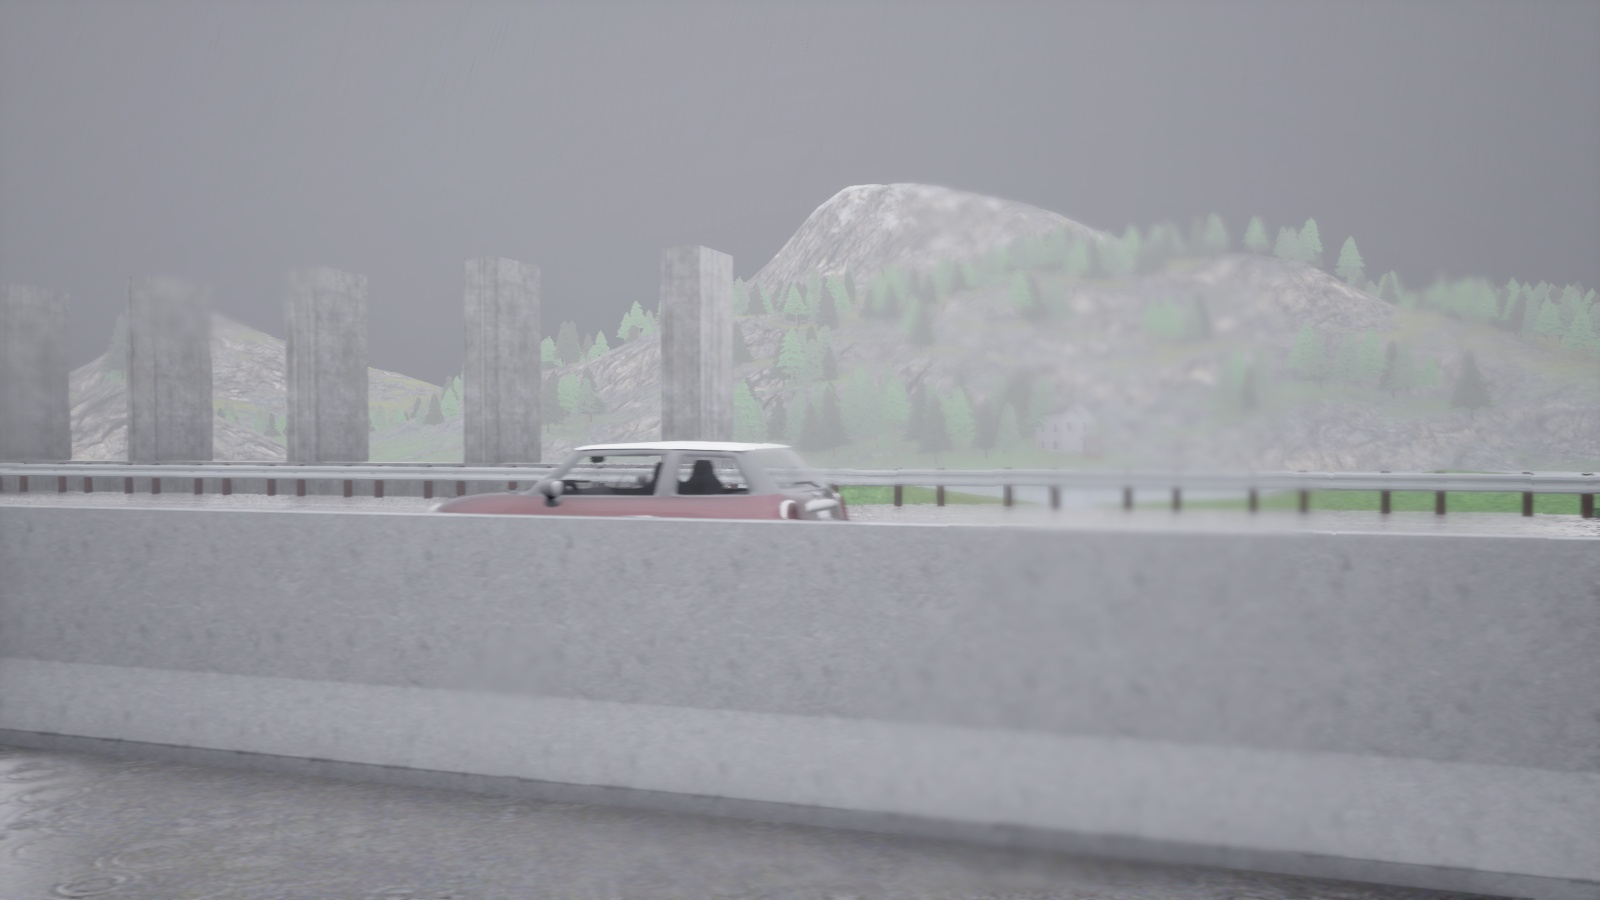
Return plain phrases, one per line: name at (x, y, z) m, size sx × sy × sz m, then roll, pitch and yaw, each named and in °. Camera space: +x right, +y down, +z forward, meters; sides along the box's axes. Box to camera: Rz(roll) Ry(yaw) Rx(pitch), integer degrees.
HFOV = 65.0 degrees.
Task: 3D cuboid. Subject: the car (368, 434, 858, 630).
car at (-1.592, 0.607, 11.112) m, size 3.806 × 1.475 × 1.970 m, roll 1°, pitch 1°, yaw 19°
